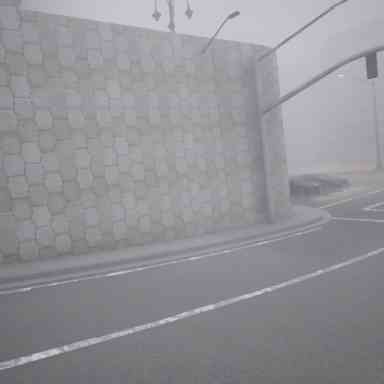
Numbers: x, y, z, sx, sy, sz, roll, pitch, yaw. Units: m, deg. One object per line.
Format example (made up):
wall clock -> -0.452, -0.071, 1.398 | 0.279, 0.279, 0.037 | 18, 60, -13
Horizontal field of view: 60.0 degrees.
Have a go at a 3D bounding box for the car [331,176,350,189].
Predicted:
car -> 10.700, -0.913, 28.842 | 2.033, 1.411, 5.357 | -10, 6, -35

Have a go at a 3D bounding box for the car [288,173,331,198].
car -> 8.082, -0.442, 26.525 | 1.837, 1.490, 4.892 | -10, 6, -35
